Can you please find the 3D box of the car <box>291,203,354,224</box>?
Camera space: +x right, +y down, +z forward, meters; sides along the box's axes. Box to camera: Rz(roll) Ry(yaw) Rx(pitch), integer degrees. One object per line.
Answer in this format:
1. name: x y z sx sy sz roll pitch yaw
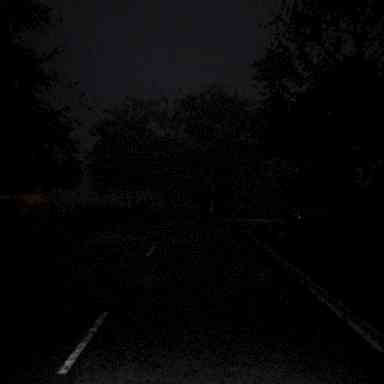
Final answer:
1. car: 12.222 2.012 31.216 5.566 2.045 2.150 3 -1 -3
